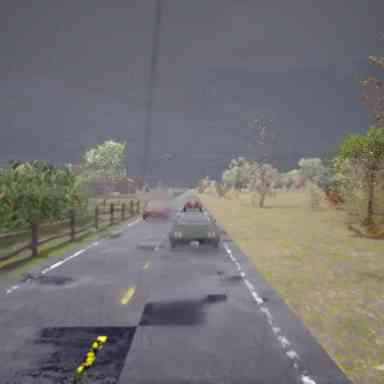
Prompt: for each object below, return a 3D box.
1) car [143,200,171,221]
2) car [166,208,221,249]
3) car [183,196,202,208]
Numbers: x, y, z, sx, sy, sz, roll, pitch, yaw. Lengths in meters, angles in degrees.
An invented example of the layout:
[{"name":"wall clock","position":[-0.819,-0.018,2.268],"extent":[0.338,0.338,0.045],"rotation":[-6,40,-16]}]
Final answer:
[{"name":"car","position":[-2.744,1.403,26.554],"extent":[1.882,1.535,5.008],"rotation":[0,0,0]},{"name":"car","position":[0.108,1.564,14.226],"extent":[1.895,1.301,4.718],"rotation":[0,0,0]},{"name":"car","position":[0.086,1.235,38.613],"extent":[2.097,1.767,4.553],"rotation":[0,0,0]}]
